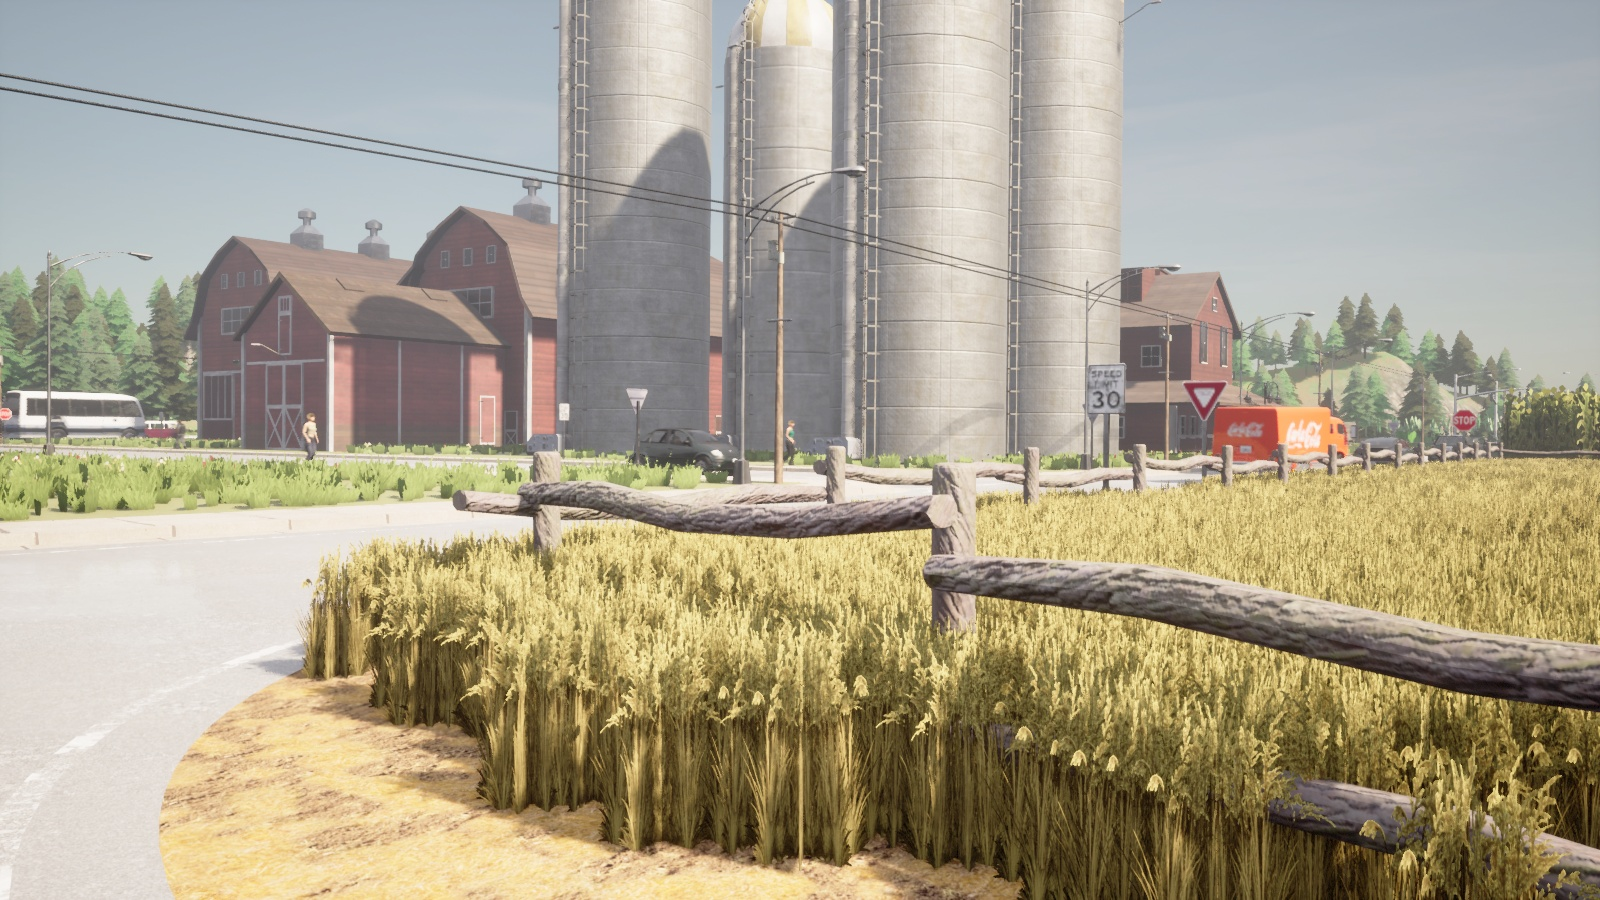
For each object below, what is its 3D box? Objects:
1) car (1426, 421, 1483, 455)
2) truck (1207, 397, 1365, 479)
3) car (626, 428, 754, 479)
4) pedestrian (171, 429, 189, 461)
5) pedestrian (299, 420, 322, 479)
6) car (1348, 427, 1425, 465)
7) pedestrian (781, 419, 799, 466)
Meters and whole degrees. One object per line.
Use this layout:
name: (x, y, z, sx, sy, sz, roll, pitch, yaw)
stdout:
car: (35.108, -0.646, 67.266, 2.097, 1.767, 4.553, 0, 1, 35)
truck: (15.807, -0.446, 40.732, 5.204, 2.467, 2.627, -2, 2, -41)
car: (-3.701, 0.090, 41.954, 3.988, 1.617, 1.851, 0, 1, 35)
pedestrian: (-37.203, -0.305, 75.313, 0.849, 1.883, 0.563, 0, 1, 30)
pedestrian: (-15.505, -0.016, 39.791, 0.594, 1.836, 0.345, 0, 1, 23)
car: (24.298, -0.193, 51.947, 1.837, 1.490, 4.892, 0, 1, 38)
pedestrian: (-0.375, -0.283, 49.308, 0.594, 1.836, 0.345, 0, 1, 30)
